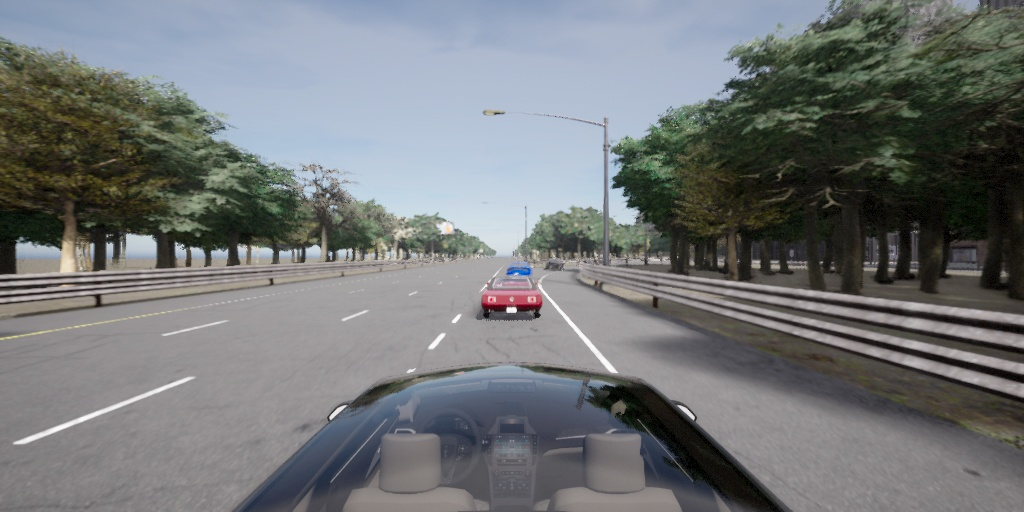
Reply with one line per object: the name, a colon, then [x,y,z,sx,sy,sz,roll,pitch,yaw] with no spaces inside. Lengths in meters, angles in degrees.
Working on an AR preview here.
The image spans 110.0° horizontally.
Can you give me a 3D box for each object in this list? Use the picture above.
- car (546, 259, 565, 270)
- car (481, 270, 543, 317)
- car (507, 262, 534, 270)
car: [6.248,1.231,51.188,1.837,1.490,4.892,-1,0,22]
car: [-0.002,1.344,13.062,1.895,1.301,4.718,0,0,0]
car: [0.736,1.229,29.693,1.882,1.535,5.008,0,0,7]
